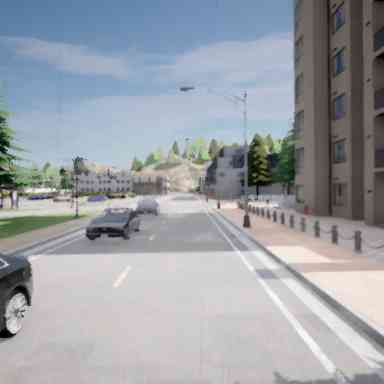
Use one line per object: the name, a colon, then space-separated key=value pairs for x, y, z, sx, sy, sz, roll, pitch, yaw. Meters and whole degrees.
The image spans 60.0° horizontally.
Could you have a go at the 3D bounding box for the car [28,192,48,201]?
car: x=-36.630 y=1.291 z=78.128 sx=3.633 sy=1.501 sz=1.845 roll=-1 pitch=0 yaw=-1

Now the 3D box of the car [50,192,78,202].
car: x=-25.508 y=1.290 z=66.256 sx=3.806 sy=1.475 sz=1.970 roll=-1 pitch=0 yaw=-1

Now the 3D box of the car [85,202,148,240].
car: x=-3.763 y=1.484 z=16.842 sx=2.033 sy=1.411 sz=5.357 roll=-1 pitch=0 yaw=0

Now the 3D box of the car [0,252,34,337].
car: x=-3.625 y=1.513 z=3.806 sx=2.128 sy=1.511 sz=4.902 roll=-1 pitch=0 yaw=-1

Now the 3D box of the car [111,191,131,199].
car: x=-18.126 y=0.804 z=81.938 sx=4.605 sy=1.855 sz=1.932 roll=-1 pitch=0 yaw=-1

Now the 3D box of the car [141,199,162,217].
car: x=-3.862 y=1.378 z=29.747 sx=1.812 sy=1.442 sz=4.674 roll=-1 pitch=0 yaw=0

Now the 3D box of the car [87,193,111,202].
car: x=-18.056 y=1.203 z=63.356 sx=3.633 sy=1.501 sz=1.845 roll=-1 pitch=0 yaw=-1

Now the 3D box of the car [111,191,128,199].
car: x=-18.570 y=0.770 z=84.839 sx=3.866 sy=1.878 sz=1.905 roll=-1 pitch=0 yaw=-1

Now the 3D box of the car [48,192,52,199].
car: x=-36.698 y=1.204 z=88.120 sx=4.514 sy=1.523 sz=2.007 roll=-1 pitch=0 yaw=-1
